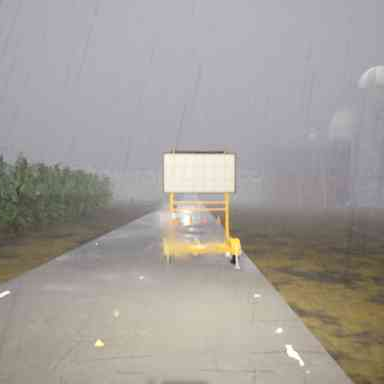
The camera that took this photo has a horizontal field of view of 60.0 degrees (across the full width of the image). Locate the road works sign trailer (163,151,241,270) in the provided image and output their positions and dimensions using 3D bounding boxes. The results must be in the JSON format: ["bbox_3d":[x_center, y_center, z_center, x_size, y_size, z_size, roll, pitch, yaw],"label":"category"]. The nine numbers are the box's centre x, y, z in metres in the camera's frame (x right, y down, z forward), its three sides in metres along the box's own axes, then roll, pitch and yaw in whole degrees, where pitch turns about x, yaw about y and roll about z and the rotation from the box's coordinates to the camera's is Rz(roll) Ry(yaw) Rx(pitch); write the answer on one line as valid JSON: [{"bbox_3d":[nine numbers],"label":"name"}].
[{"bbox_3d":[0.232,0.448,11.017,2.380,3.560,2.880,0,0,-4],"label":"road works sign trailer"}]

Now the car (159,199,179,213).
[{"bbox_3d":[-2.696,1.531,38.230,2.128,1.511,4.902,0,0,0],"label":"car"}]

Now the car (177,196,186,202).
[{"bbox_3d":[-2.435,1.632,79.607,1.994,1.385,4.181,0,0,0],"label":"car"}]
